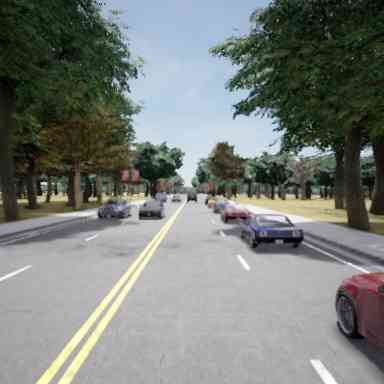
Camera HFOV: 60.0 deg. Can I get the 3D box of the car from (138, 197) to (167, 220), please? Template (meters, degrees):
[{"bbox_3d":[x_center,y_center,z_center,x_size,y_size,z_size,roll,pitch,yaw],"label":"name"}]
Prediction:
[{"bbox_3d":[-3.342,1.462,28.308,1.882,1.535,5.008,0,0,0],"label":"car"}]

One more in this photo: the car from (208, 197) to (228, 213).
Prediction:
[{"bbox_3d":[3.257,1.534,36.578,2.033,1.411,5.357,0,0,0],"label":"car"}]

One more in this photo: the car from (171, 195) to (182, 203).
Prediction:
[{"bbox_3d":[-3.238,1.349,69.431,2.097,1.767,4.553,0,0,0],"label":"car"}]

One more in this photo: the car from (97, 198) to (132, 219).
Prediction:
[{"bbox_3d":[-6.591,1.336,28.612,2.097,1.767,4.553,0,0,0],"label":"car"}]

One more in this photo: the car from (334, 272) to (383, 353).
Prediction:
[{"bbox_3d":[3.251,1.515,3.576,1.812,1.442,4.674,0,0,0],"label":"car"}]

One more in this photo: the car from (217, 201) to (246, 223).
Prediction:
[{"bbox_3d":[3.255,1.584,25.608,1.895,1.301,4.718,0,0,0],"label":"car"}]

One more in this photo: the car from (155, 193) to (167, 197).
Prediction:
[{"bbox_3d":[-6.488,1.232,70.642,2.150,2.045,5.566,0,0,0],"label":"car"}]

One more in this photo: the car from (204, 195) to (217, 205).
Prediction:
[{"bbox_3d":[3.260,1.432,58.578,2.033,1.649,4.856,0,0,0],"label":"car"}]

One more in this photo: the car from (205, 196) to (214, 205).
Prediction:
[{"bbox_3d":[3.258,1.447,47.768,1.801,1.575,5.366,0,0,0],"label":"car"}]

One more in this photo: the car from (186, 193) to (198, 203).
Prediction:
[{"bbox_3d":[0.012,1.144,68.391,2.150,2.045,5.566,0,0,0],"label":"car"}]

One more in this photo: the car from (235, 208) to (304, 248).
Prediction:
[{"bbox_3d":[3.253,1.580,14.608,1.895,1.301,4.718,0,0,0],"label":"car"}]
